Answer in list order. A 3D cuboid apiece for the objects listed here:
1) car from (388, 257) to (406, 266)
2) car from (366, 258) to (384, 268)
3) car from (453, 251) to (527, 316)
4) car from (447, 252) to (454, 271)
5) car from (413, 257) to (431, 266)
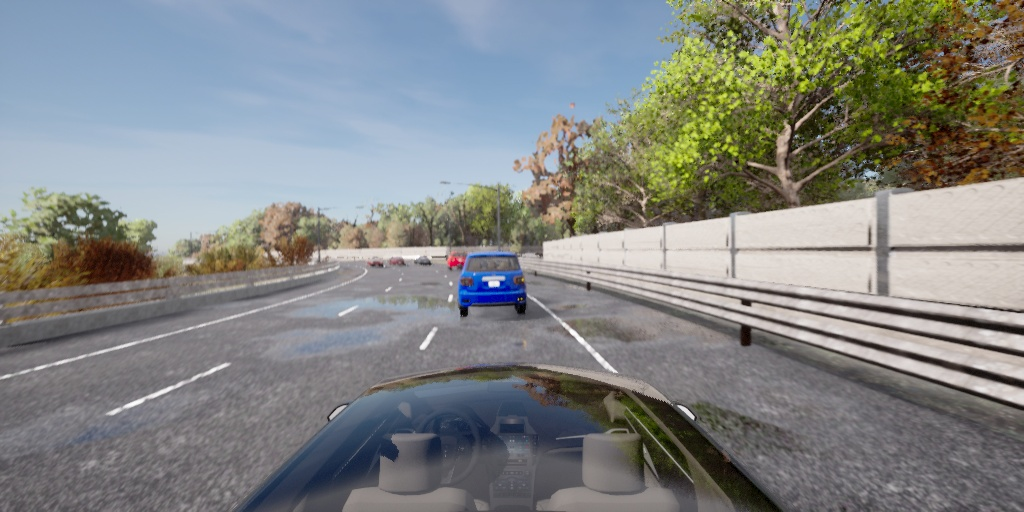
[{"bbox_3d":[-17.699,0.823,54.983,1.812,1.442,4.674,-1,1,-29],"label":"car"},{"bbox_3d":[-19.772,0.982,51.596,1.895,1.301,4.718,-1,1,-28],"label":"car"},{"bbox_3d":[-0.813,0.853,13.104,2.150,2.045,5.566,-1,1,-6],"label":"car"},{"bbox_3d":[-6.026,0.544,40.018,2.150,2.045,5.566,-1,1,-13],"label":"car"},{"bbox_3d":[-13.912,0.794,55.341,1.994,1.385,4.181,-1,1,-28],"label":"car"}]
